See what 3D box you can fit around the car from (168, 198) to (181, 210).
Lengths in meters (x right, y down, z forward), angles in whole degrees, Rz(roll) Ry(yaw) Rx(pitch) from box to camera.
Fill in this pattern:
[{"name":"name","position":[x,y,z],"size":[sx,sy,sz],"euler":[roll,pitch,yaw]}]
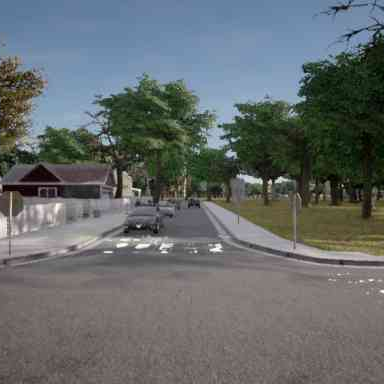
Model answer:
[{"name":"car","position":[-2.550,1.631,45.542],"size":[2.128,1.511,4.902],"euler":[0,0,1]}]

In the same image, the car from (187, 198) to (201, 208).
[{"name":"car","position":[0.314,1.674,51.335],"size":[1.837,1.490,4.892],"euler":[0,0,0]}]

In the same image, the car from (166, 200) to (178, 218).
[{"name":"car","position":[-2.657,1.672,31.145],"size":[1.895,1.301,4.718],"euler":[0,0,0]}]

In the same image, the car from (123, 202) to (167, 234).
[{"name":"car","position":[-2.736,1.536,19.623],"size":[1.837,1.490,4.892],"euler":[0,0,1]}]

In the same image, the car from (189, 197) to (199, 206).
[{"name":"car","position":[0.382,1.749,61.757],"size":[1.812,1.442,4.674],"euler":[0,0,0]}]
